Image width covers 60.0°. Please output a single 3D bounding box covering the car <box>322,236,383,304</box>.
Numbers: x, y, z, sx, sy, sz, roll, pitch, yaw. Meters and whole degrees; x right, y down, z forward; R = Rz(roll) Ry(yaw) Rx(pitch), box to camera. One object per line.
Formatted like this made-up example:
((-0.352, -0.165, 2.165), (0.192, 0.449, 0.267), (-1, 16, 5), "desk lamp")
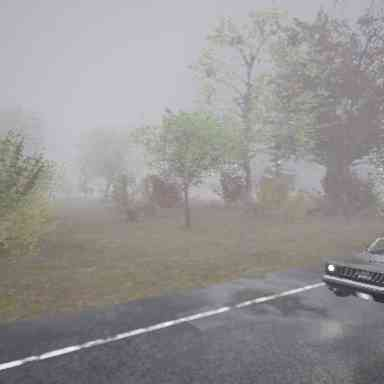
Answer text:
((5.041, 1.674, 7.572), (4.718, 1.301, 1.895), (1, 0, -36), "car")
